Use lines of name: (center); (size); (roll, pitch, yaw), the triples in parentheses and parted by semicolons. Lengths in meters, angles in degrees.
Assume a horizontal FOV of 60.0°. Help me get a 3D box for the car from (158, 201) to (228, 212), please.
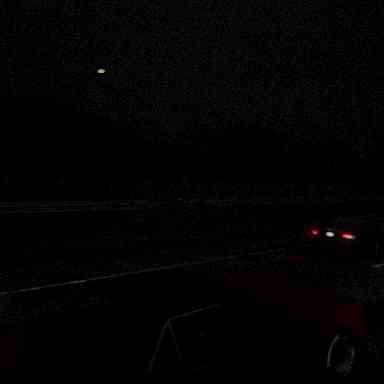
car: (0.401, 1.485, 25.508); (5.357, 1.411, 2.033); (0, 0, -35)

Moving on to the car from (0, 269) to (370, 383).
car: (-0.036, 1.589, 3.705); (4.718, 1.301, 1.895); (0, 0, -35)

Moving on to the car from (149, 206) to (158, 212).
car: (-1.592, 1.487, 28.386); (4.181, 1.385, 1.994); (0, 0, -35)

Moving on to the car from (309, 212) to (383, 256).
car: (6.758, 1.485, 12.748); (5.357, 1.411, 2.033); (0, 0, -35)
